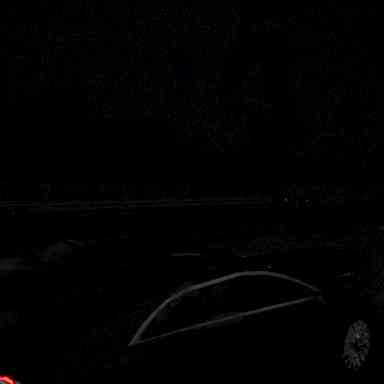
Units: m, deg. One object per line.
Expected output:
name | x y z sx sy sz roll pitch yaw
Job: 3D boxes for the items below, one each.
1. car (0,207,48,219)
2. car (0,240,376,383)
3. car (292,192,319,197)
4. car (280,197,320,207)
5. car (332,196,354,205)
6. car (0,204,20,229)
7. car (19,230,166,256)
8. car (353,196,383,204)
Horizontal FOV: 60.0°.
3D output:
car | -10.110 1.562 18.272 4.181 1.385 1.994 0 0 -35
car | 0.295 1.489 3.954 4.902 1.511 2.128 0 0 -35
car | 14.865 1.062 44.590 5.566 2.045 2.150 0 0 -35
car | 8.490 1.436 27.187 4.892 1.490 1.837 0 0 -35
car | 20.713 1.304 44.448 4.902 1.511 2.128 0 0 -35
car | -13.281 1.526 20.314 4.674 1.442 1.812 0 0 -35
car | -1.423 1.544 7.026 5.357 1.411 2.033 0 0 -35
car | 23.023 1.358 41.799 5.357 1.411 2.033 0 0 -35
